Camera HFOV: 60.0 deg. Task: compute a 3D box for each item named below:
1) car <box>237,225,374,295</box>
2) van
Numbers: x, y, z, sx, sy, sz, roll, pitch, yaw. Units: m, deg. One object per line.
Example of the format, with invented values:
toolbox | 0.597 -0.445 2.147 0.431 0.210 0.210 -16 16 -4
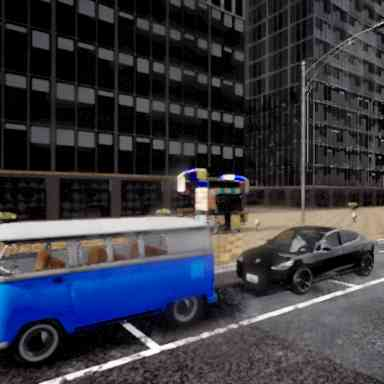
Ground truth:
car | 3.144 1.593 8.810 4.313 1.339 1.947 0 0 -36
van | -1.468 1.349 5.515 3.998 1.788 1.690 0 0 -36
